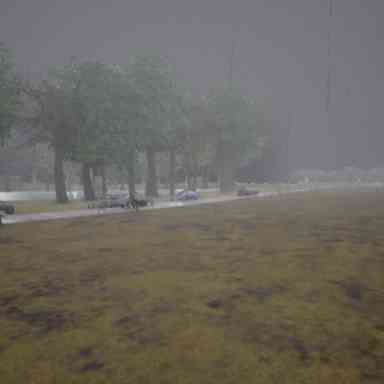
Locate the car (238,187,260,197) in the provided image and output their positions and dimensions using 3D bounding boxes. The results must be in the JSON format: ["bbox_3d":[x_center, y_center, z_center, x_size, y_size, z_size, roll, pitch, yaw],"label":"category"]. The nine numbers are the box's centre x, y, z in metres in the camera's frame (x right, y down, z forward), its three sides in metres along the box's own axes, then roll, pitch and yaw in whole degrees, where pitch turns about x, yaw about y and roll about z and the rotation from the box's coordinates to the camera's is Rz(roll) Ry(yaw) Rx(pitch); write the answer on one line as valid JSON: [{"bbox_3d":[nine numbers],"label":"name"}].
[{"bbox_3d":[9.001,-0.055,52.490,1.882,1.535,5.008,-1,2,36],"label":"car"}]

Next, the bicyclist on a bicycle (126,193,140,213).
[{"bbox_3d":[-4.930,0.913,27.531,1.656,1.620,0.582,0,1,35],"label":"bicyclist on a bicycle"}]

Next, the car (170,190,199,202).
[{"bbox_3d":[-0.879,0.535,43.576,1.812,1.442,4.674,-1,2,35],"label":"car"}]

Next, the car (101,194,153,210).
[{"bbox_3d":[-5.748,0.894,31.639,2.128,1.511,4.902,-1,1,35],"label":"car"}]

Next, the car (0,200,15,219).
[{"bbox_3d":[-15.236,1.240,23.474,1.837,1.490,4.892,-1,1,38],"label":"car"}]

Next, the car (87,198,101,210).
[{"bbox_3d":[-8.218,0.975,33.241,1.812,1.442,4.674,-1,1,35],"label":"car"}]
